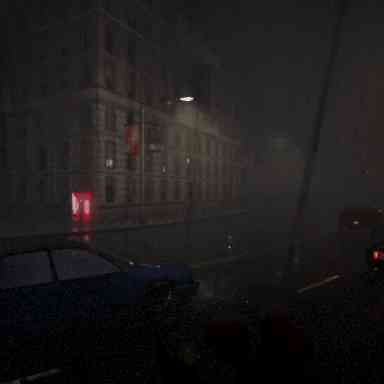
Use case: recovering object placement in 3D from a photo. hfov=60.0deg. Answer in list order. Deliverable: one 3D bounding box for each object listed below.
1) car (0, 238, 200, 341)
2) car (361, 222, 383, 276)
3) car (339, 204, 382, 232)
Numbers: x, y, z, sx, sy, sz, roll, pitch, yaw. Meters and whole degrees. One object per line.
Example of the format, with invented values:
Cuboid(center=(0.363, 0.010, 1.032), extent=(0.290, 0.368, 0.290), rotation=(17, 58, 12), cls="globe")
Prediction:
Cuboid(center=(-2.457, 1.543, 5.790), extent=(5.357, 1.411, 2.033), rotation=(0, 0, -36), cls="car")
Cuboid(center=(6.596, 1.598, 9.377), extent=(1.895, 1.301, 4.718), rotation=(0, 0, 44), cls="car")
Cuboid(center=(9.958, 1.469, 19.575), extent=(1.882, 1.535, 5.008), rotation=(0, 0, 33), cls="car")
